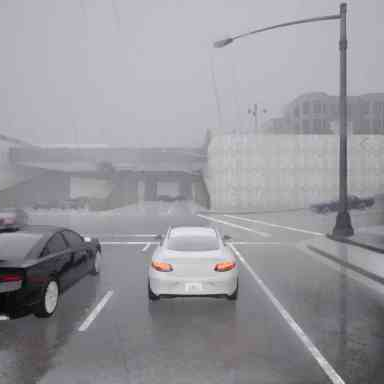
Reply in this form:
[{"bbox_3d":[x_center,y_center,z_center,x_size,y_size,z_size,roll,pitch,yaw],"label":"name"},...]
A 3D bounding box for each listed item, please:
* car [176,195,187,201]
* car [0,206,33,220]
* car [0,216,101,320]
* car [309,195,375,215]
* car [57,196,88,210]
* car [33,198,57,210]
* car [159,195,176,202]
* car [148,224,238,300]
[{"bbox_3d":[-2.860,1.552,83.848,1.994,1.385,4.181,0,0,27],"label":"car"},{"bbox_3d":[-11.458,1.564,20.545,1.994,1.385,4.181,0,0,-16],"label":"car"},{"bbox_3d":[-3.475,1.478,7.440,1.882,1.535,5.008,0,0,0],"label":"car"},{"bbox_3d":[12.053,1.012,27.097,4.718,1.301,1.895,-6,0,-1],"label":"car"},{"bbox_3d":[-15.138,1.526,42.519,1.812,1.442,4.674,0,0,-2],"label":"car"},{"bbox_3d":[-18.659,1.547,43.083,2.033,1.411,5.357,0,0,-2],"label":"car"},{"bbox_3d":[-5.344,1.552,74.324,1.994,1.385,4.181,0,0,5],"label":"car"},{"bbox_3d":[0.018,1.526,8.239,1.812,1.442,4.674,0,0,0],"label":"car"}]
